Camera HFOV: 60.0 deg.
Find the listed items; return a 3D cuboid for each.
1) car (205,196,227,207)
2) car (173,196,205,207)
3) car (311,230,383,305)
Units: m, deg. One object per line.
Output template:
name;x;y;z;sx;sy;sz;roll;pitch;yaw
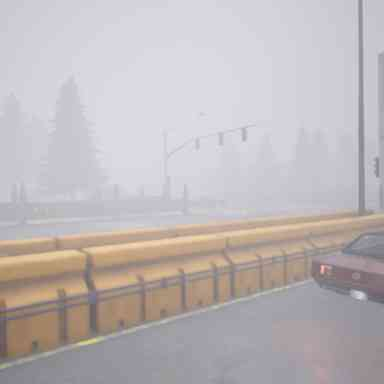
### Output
car;2.412;1.180;43.409;1.895;1.301;4.718;-1;1;-35
car;-0.873;1.234;41.981;1.895;1.301;4.718;-1;1;-35
car;4.727;1.479;7.101;4.718;1.301;1.895;-1;1;-35
